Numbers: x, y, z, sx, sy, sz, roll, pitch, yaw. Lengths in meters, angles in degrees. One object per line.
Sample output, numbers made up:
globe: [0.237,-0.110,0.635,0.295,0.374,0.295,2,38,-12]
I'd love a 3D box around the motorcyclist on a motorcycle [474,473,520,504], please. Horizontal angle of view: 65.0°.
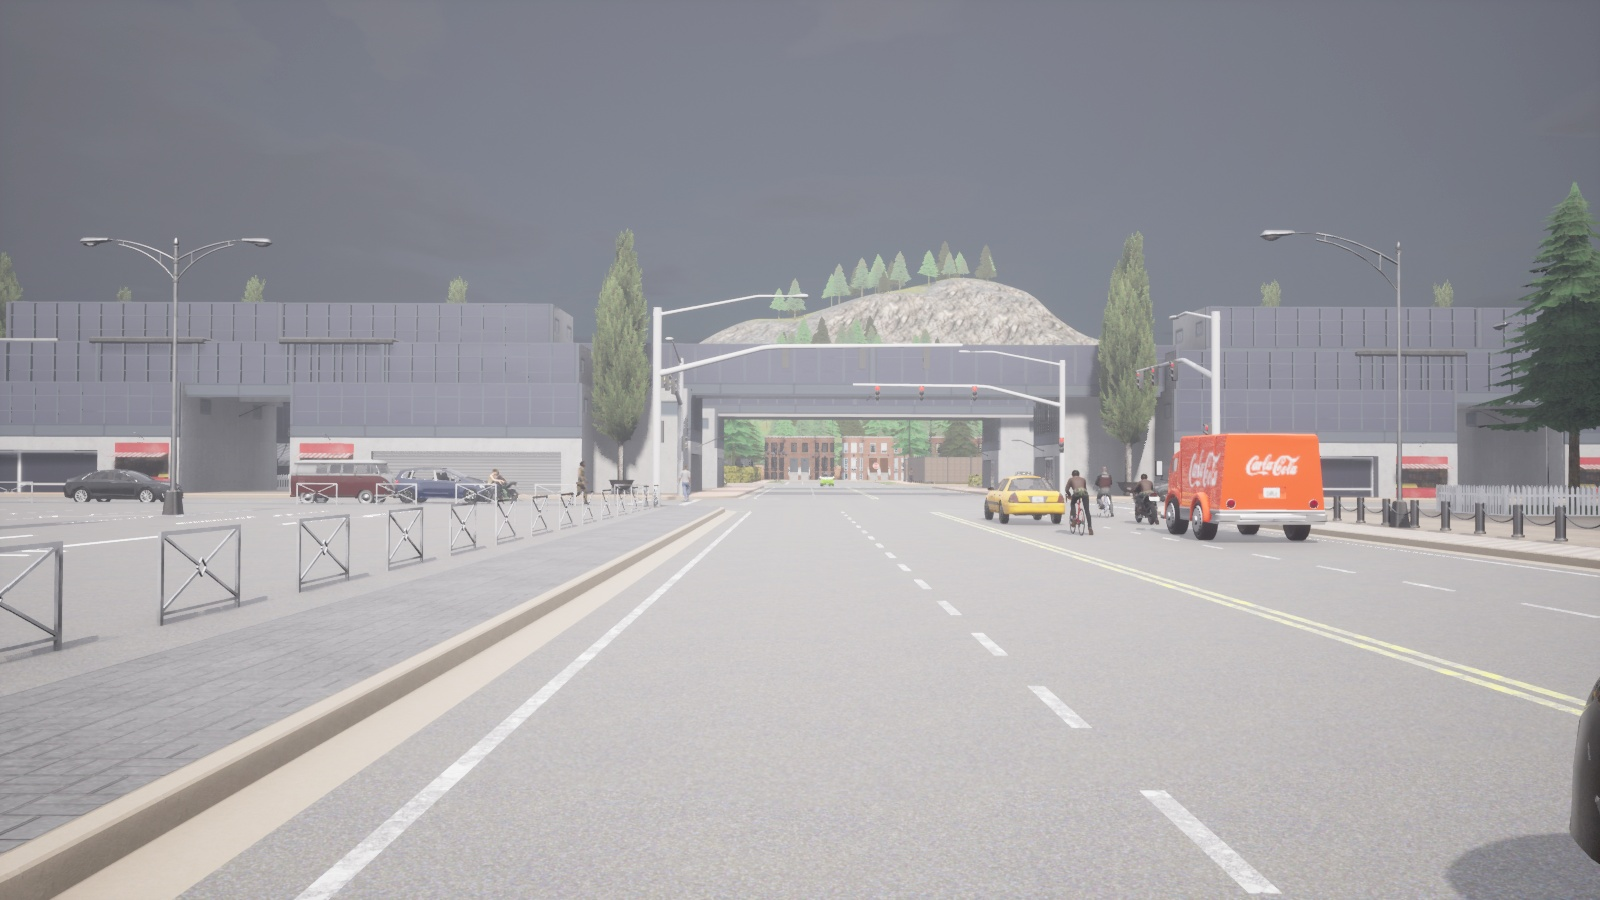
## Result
motorcyclist on a motorcycle: [-14.908,1.891,61.757,2.044,1.523,0.797,0,-1,1]

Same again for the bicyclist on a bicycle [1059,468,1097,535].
bicyclist on a bicycle: [6.926,1.265,31.345,0.582,1.620,1.656,0,-1,0]

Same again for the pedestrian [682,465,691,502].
pedestrian: [-5.632,1.671,62.174,0.354,1.836,0.706,0,-1,1]

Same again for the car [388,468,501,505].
car: [-16.446,1.701,58.287,4.611,1.667,2.242,0,-1,1]

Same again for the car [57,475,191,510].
car: [-29.634,1.861,55.121,4.892,1.490,1.837,0,-1,2]

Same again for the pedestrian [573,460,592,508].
pedestrian: [-8.773,1.355,50.560,0.692,1.930,0.396,0,-1,0]

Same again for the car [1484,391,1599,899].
car: [3.494,0.611,1.896,2.152,1.651,5.027,0,-1,0]

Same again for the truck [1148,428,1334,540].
truck: [10.424,0.793,30.231,2.627,2.467,5.204,0,-1,0]

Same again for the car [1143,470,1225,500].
car: [19.986,1.808,65.373,3.705,1.549,1.789,0,-1,0]

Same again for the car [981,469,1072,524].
car: [6.909,1.376,38.809,1.801,1.575,5.366,0,-1,0]

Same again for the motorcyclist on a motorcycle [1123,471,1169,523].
motorcyclist on a motorcycle: [10.410,1.389,37.836,0.797,1.523,2.044,0,-1,0]

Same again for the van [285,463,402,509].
van: [-19.907,1.566,54.868,4.442,1.987,1.775,0,-1,1]
